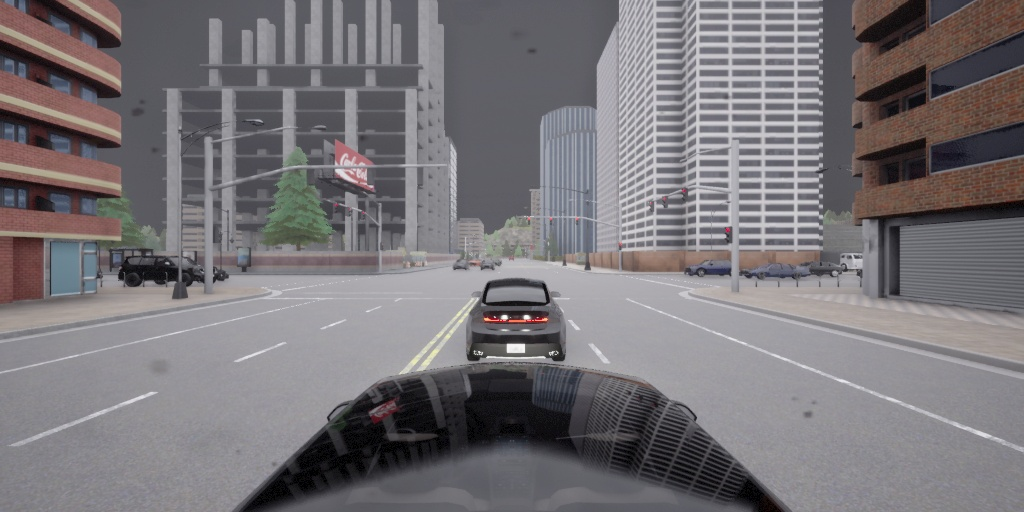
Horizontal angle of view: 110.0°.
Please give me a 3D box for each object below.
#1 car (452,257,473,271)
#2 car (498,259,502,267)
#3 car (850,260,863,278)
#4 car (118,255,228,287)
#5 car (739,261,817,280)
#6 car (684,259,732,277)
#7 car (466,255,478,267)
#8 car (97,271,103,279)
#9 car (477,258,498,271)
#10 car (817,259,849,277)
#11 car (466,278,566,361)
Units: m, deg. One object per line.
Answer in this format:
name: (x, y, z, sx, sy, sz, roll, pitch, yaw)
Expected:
car: (-6.870, 1.251, 48.806, 1.837, 1.490, 4.892, 0, 1, 0)
car: (-3.248, 1.101, 65.283, 2.097, 1.767, 4.553, 0, 0, 1)
car: (32.715, 1.314, 31.206, 4.181, 1.385, 1.994, 0, 0, 0)
car: (-22.815, 0.972, 23.988, 5.566, 2.045, 2.150, 0, 0, 0)
car: (22.803, 1.297, 31.215, 5.357, 1.411, 2.033, 0, 0, 0)
car: (19.212, 1.102, 34.713, 4.553, 1.767, 2.097, 0, 0, 0)
car: (-6.758, 1.101, 64.228, 2.097, 1.767, 4.553, 0, 0, 1)
car: (-34.879, 1.297, 27.483, 5.357, 1.411, 2.033, 0, 0, 0)
car: (-3.363, 1.255, 50.309, 1.837, 1.490, 4.892, 0, 0, 0)
car: (29.062, 1.255, 34.709, 4.892, 1.490, 1.837, 0, 0, 0)
car: (0.093, 1.255, 8.247, 1.837, 1.490, 4.892, 0, 0, 1)
